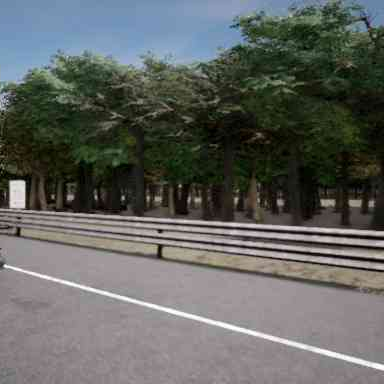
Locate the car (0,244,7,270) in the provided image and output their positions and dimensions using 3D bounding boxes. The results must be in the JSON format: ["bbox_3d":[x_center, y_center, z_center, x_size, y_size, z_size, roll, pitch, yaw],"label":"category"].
[{"bbox_3d":[-7.271,1.585,9.376,5.357,1.411,2.033,0,0,37],"label":"car"}]
